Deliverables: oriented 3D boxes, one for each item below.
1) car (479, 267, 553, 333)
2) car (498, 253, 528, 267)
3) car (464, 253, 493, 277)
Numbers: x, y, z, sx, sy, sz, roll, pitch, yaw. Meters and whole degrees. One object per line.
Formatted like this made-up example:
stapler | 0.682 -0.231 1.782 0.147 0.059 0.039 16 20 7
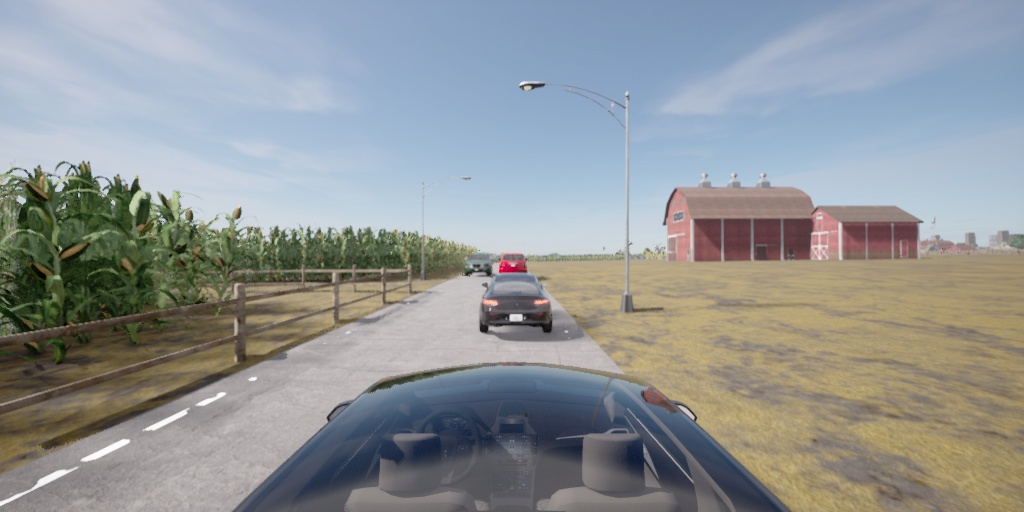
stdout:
car | 0.083 1.204 10.373 1.812 1.442 4.674 0 0 0
car | 0.083 0.755 28.854 2.150 2.045 5.566 0 0 0
car | -2.868 0.734 31.726 2.150 2.045 5.566 0 0 0
